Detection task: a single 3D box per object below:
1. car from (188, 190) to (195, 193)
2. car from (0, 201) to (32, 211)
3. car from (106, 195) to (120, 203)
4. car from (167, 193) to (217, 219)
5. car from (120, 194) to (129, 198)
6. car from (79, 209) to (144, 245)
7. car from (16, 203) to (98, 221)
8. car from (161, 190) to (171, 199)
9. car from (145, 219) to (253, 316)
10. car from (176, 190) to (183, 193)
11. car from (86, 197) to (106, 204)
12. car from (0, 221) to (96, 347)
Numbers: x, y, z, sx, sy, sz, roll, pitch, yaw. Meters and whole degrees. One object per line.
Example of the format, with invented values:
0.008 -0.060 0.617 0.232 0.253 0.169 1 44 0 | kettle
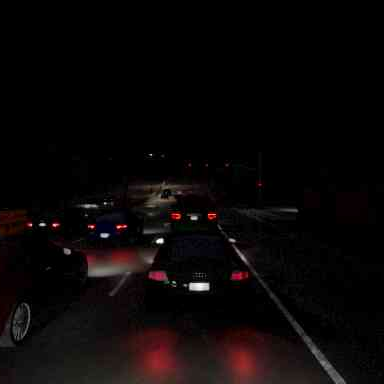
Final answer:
-0.145 1.000 87.522 1.882 1.535 5.008 0 3 0 | car
-17.614 1.601 32.525 1.895 1.301 4.718 0 0 0 | car
-17.553 1.496 72.138 1.837 1.490 4.892 0 0 0 | car
0.093 1.221 17.016 2.150 2.045 5.566 0 0 0 | car
-17.636 1.144 85.958 2.033 1.411 5.357 0 2 0 | car
-3.407 1.526 15.299 1.812 1.442 4.674 0 0 0 | car
-6.898 1.547 17.751 2.033 1.411 5.357 0 0 -1 | car
-7.142 1.070 87.093 1.812 1.442 4.674 0 3 0 | car
0.103 1.564 7.612 1.994 1.385 4.181 0 0 -1 | car
-3.642 1.070 87.113 1.812 1.442 4.674 0 3 0 | car
-17.589 1.600 60.268 1.895 1.301 4.718 0 0 0 | car
-3.408 1.526 6.170 1.812 1.442 4.674 0 0 0 | car
